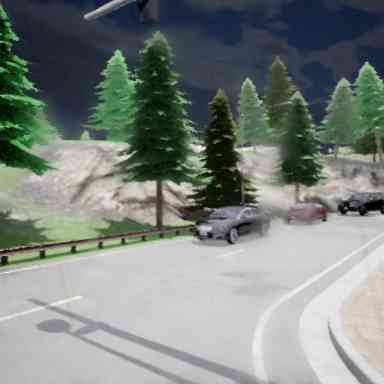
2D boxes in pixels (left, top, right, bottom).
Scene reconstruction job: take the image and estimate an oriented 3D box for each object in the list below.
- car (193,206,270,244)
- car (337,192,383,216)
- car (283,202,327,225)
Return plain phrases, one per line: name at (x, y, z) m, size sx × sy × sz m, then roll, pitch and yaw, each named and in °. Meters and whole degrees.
car at (1.986, 1.436, 15.704) m, size 2.128 × 1.511 × 4.902 m, roll 0°, pitch 0°, yaw 38°
car at (15.823, 1.063, 30.509) m, size 5.566 × 2.045 × 2.150 m, roll 0°, pitch 0°, yaw -31°
car at (8.039, 1.421, 23.335) m, size 1.812 × 1.442 × 4.674 m, roll 0°, pitch 0°, yaw 39°
